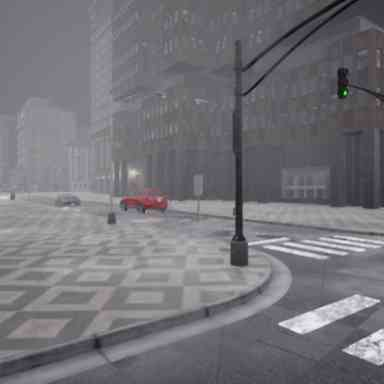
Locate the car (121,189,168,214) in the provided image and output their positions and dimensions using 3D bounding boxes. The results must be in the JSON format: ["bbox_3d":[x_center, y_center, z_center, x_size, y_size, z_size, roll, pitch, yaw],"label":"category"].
[{"bbox_3d":[-4.147,0.721,28.467,2.150,2.045,5.566,0,1,-36],"label":"car"}]

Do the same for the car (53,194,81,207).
[{"bbox_3d":[-13.949,0.877,36.896,2.033,1.411,5.357,0,1,-35],"label":"car"}]
